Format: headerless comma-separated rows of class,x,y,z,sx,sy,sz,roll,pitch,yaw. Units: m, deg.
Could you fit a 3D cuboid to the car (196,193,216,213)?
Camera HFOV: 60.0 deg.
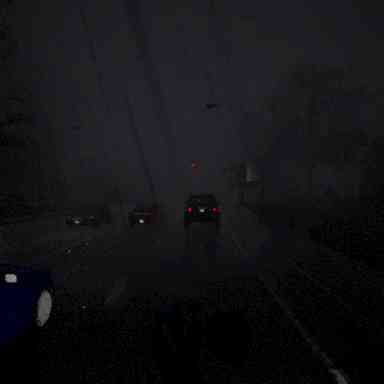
car,1.661,1.195,37.682,2.150,2.045,5.566,0,-1,4

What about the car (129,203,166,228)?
car,-2.835,1.478,21.865,2.128,1.511,4.902,0,0,3

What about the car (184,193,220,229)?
car,0.658,1.202,21.589,2.150,2.045,5.566,0,-1,2

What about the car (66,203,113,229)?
car,-6.542,1.476,21.695,2.128,1.511,4.902,0,0,3

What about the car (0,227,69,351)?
car,-3.345,1.474,3.792,1.882,1.535,5.008,0,0,1
